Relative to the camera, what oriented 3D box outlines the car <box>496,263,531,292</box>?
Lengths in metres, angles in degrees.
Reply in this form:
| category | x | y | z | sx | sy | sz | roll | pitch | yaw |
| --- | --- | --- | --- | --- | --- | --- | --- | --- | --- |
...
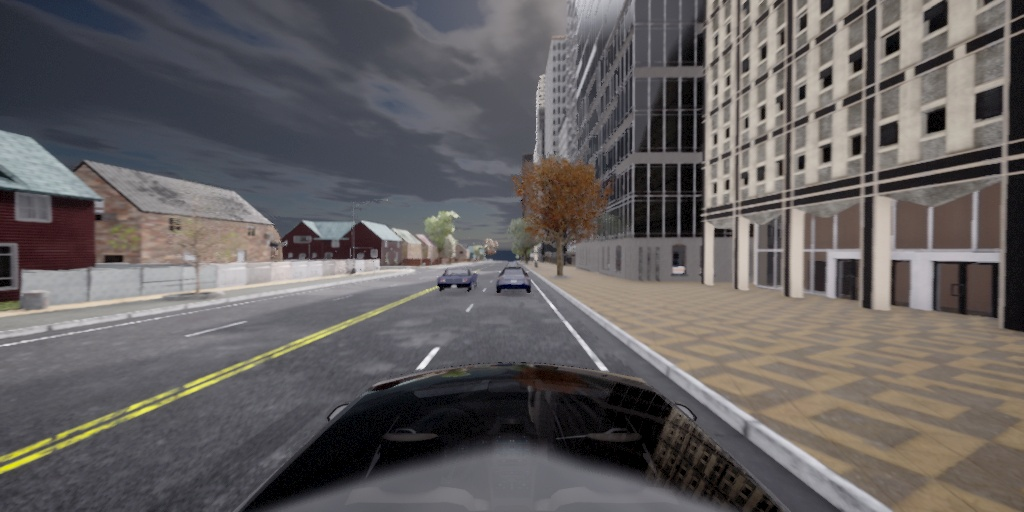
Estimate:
| category | x | y | z | sx | sy | sz | roll | pitch | yaw |
| --- | --- | --- | --- | --- | --- | --- | --- | --- | --- |
| car | 0.091 | 1.335 | 21.429 | 1.994 | 1.385 | 4.181 | 0 | 0 | 0 |

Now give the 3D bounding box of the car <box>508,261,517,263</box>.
| category | x | y | z | sx | sy | sz | roll | pitch | yaw |
| --- | --- | --- | --- | --- | --- | --- | --- | --- | --- |
| car | 0.080 | 1.393 | 47.391 | 1.994 | 1.385 | 4.181 | 0 | 0 | 0 |

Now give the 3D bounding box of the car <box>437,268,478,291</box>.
| category | x | y | z | sx | sy | sz | roll | pitch | yaw |
| --- | --- | --- | --- | --- | --- | --- | --- | --- | --- |
| car | -3.159 | 1.372 | 21.726 | 1.895 | 1.301 | 4.718 | 0 | 0 | 0 |
